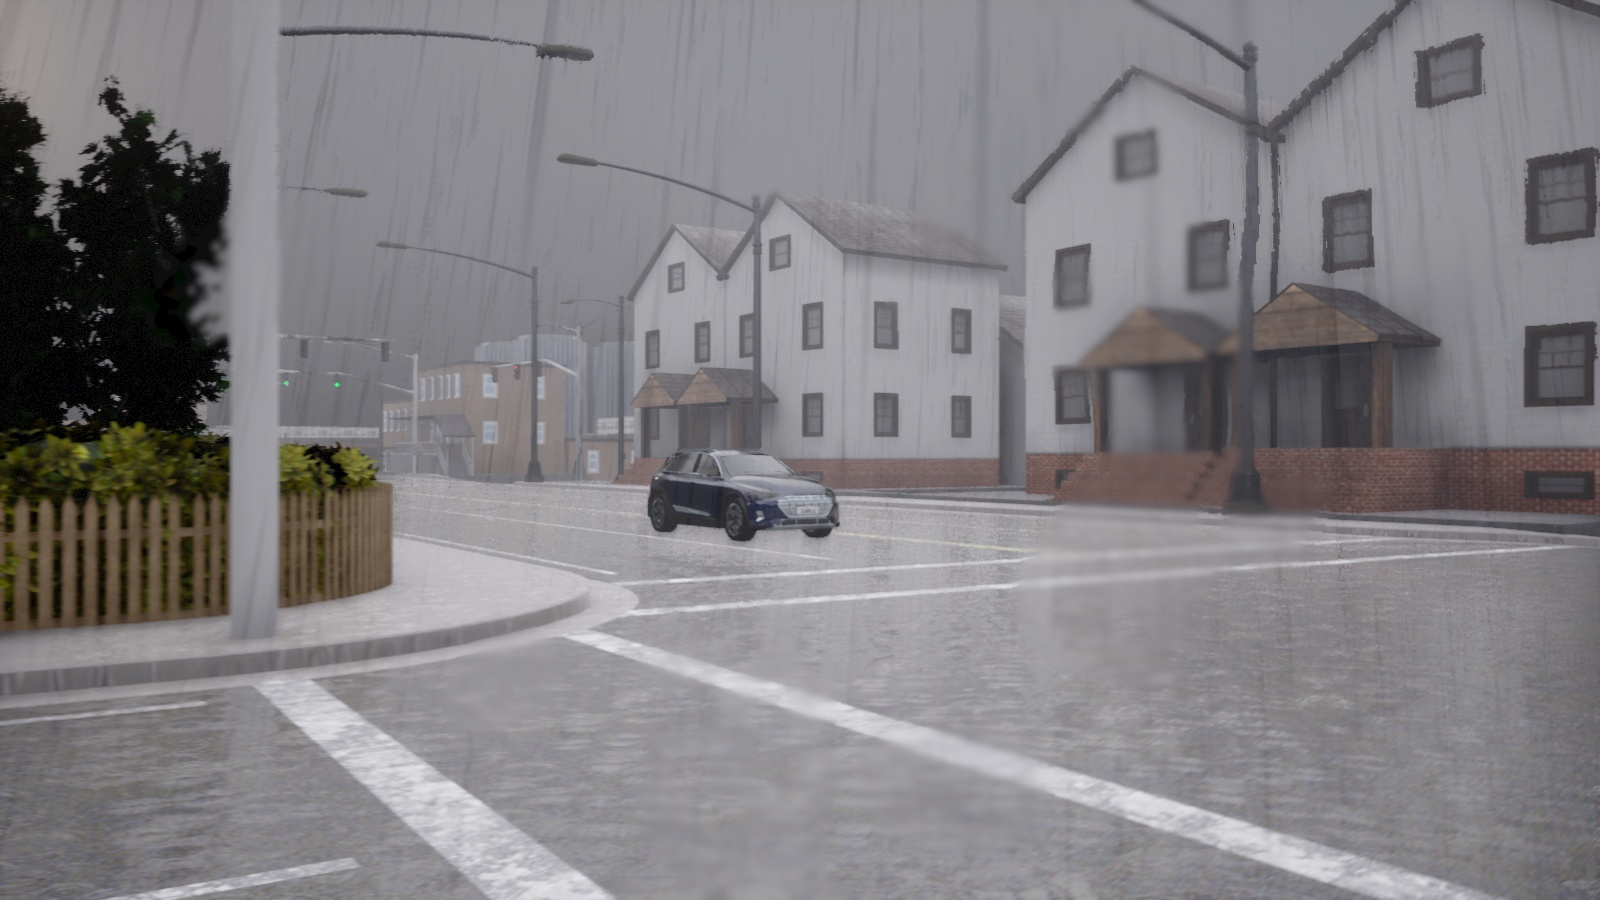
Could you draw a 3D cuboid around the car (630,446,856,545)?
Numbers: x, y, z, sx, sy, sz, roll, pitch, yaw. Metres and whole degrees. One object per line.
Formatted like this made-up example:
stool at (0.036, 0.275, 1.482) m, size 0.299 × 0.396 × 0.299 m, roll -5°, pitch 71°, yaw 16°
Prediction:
car at (-1.194, 0.769, 23.464) m, size 2.033 × 1.649 × 4.856 m, roll 0°, pitch 0°, yaw -33°
